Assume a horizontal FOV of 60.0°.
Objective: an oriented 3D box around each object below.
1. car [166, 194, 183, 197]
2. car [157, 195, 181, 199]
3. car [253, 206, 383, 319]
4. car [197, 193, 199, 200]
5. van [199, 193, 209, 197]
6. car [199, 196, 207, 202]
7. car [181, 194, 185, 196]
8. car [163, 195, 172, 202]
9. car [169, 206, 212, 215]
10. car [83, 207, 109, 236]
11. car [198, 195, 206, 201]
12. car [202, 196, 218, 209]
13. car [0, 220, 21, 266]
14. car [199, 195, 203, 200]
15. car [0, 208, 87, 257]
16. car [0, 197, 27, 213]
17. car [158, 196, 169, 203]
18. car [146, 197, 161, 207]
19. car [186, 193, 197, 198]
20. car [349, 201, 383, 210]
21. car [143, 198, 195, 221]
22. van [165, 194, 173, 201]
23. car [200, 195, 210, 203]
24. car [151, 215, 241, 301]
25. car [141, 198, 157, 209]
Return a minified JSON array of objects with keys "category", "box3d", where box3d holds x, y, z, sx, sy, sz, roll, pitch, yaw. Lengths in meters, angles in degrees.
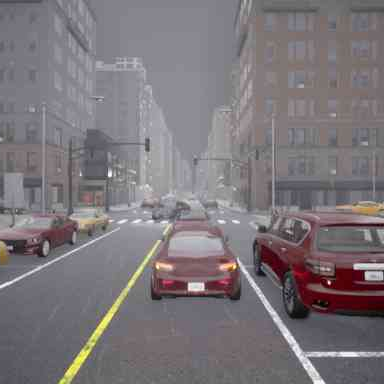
[{"category":"car","box3d":[-3.099,1.558,55.316,2.033,1.411,5.357,0,0,0]},{"category":"car","box3d":[-3.092,1.500,45.465,2.128,1.511,4.902,0,0,1]},{"category":"car","box3d":[2.678,1.316,7.280,2.192,1.841,5.009,1,0,0]},{"category":"car","box3d":[2.666,1.331,68.242,2.192,1.841,5.009,1,0,0]},{"category":"van","box3d":[2.667,1.355,62.569,1.690,1.788,3.998,1,0,0]},{"category":"car","box3d":[2.661,1.604,79.588,1.802,1.307,4.206,1,0,0]},{"category":"car","box3d":[-3.043,1.562,65.744,2.033,1.411,5.357,0,0,1]},{"category":"car","box3d":[-5.863,1.462,79.593,1.967,1.590,4.097,1,0,0]},{"category":"car","box3d":[0.060,1.604,17.413,1.895,1.301,4.718,0,0,0]},{"category":"car","box3d":[-5.852,1.528,18.366,1.752,1.417,4.829,1,0,0]},{"category":"car","box3d":[2.659,1.594,90.935,1.947,1.339,4.313,1,0,0]},{"category":"car","box3d":[2.668,1.590,45.548,1.802,1.307,4.206,1,0,0]},{"category":"car","box3d":[-5.850,1.526,7.117,1.752,1.417,4.829,1,0,0]},{"category":"car","box3d":[2.665,1.593,56.895,1.802,1.307,4.206,1,0,0]},{"category":"car","box3d":[-5.852,1.547,12.911,1.887,1.381,4.507,1,0,0]},{"category":"car","box3d":[-17.266,1.197,29.723,4.553,1.767,2.097,1,-1,0]},{"category":"car","box3d":[-5.862,1.598,68.247,1.802,1.307,4.206,1,0,0]},{"category":"car","box3d":[-5.859,1.554,51.229,1.887,1.381,4.507,1,0,0]},{"category":"car","box3d":[-0.015,1.565,85.281,2.033,1.411,5.357,0,0,0]},{"category":"car","box3d":[16.752,1.653,32.737,5.008,1.535,1.882,0,-1,0]},{"category":"car","box3d":[-1.662,1.483,26.465,1.837,1.490,4.892,-3,-1,21]},{"category":"van","box3d":[-5.864,1.366,85.266,1.690,1.788,3.998,1,0,0]},{"category":"car","box3d":[2.666,1.592,51.221,1.802,1.307,4.206,1,0,0]},{"category":"car","box3d":[0.084,1.527,8.235,1.812,1.442,4.674,0,0,0]},{"category":"car","box3d":[-5.858,1.553,45.556,1.887,1.381,4.507,1,0,0]}]
